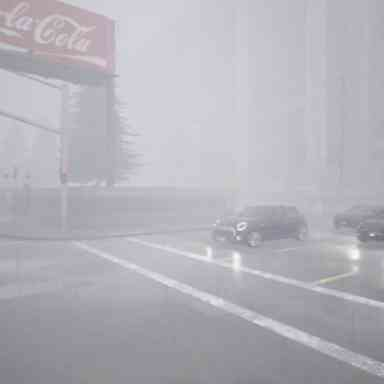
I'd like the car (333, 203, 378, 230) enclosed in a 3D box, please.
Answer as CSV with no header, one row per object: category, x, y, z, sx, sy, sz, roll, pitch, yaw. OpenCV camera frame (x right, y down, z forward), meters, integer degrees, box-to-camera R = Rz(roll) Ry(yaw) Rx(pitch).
car,10.529,1.466,20.095,5.008,1.535,1.882,0,0,-35

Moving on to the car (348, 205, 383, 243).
car,9.295,1.495,14.918,4.892,1.490,1.837,0,0,-35

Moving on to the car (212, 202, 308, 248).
car,3.071,1.346,14.825,4.553,1.767,2.097,0,0,-34
